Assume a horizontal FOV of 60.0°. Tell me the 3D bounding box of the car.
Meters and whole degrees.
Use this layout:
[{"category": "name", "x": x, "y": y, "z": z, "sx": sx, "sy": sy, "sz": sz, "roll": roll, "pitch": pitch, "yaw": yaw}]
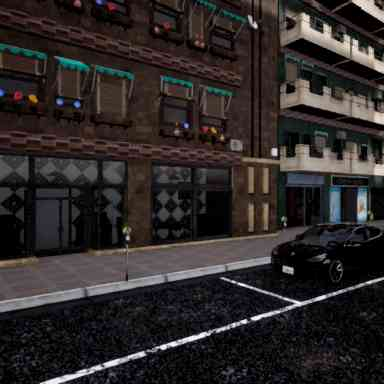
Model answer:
[{"category": "car", "x": 4.160, "y": 1.566, "z": 9.530, "sx": 4.313, "sy": 1.339, "sz": 1.947, "roll": 0, "pitch": 0, "yaw": -36}]
